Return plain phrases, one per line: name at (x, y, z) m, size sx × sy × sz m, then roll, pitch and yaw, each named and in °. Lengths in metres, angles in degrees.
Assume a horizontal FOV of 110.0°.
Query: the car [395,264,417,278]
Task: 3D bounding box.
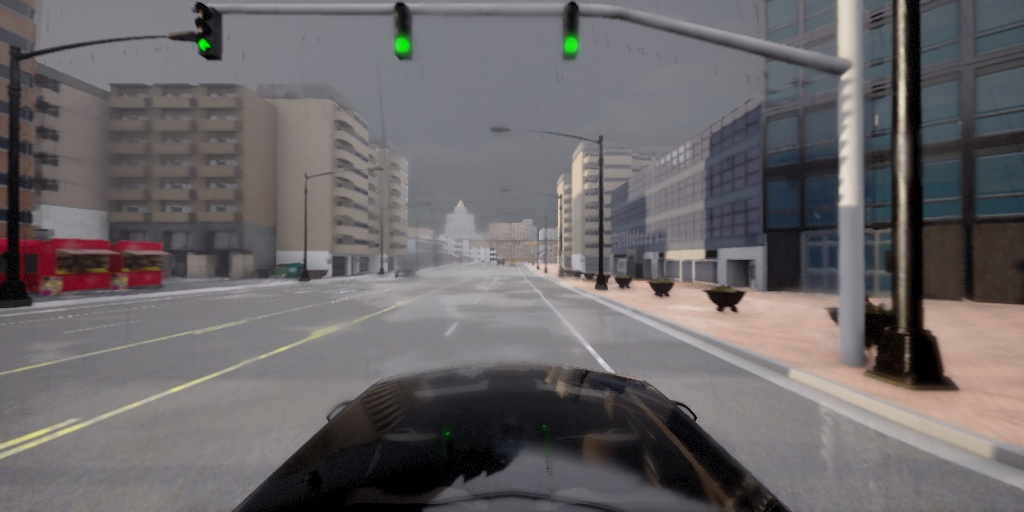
car at (-14.003, 2.185, 47.383) m, size 2.128 × 1.511 × 4.902 m, roll 0°, pitch 0°, yaw 0°
